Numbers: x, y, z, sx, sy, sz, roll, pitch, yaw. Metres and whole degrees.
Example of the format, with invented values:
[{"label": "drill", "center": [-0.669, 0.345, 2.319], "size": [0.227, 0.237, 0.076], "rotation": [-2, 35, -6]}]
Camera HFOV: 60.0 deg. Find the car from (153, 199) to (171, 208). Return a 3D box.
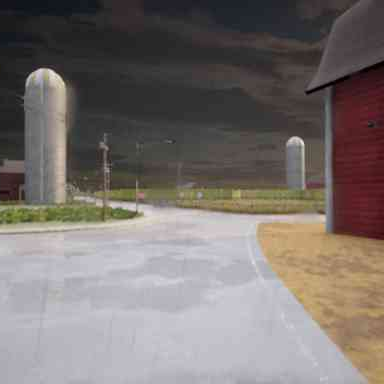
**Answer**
[{"label": "car", "center": [-5.182, 1.995, 56.922], "size": [2.128, 1.511, 4.902], "rotation": [0, 0, -25]}]
